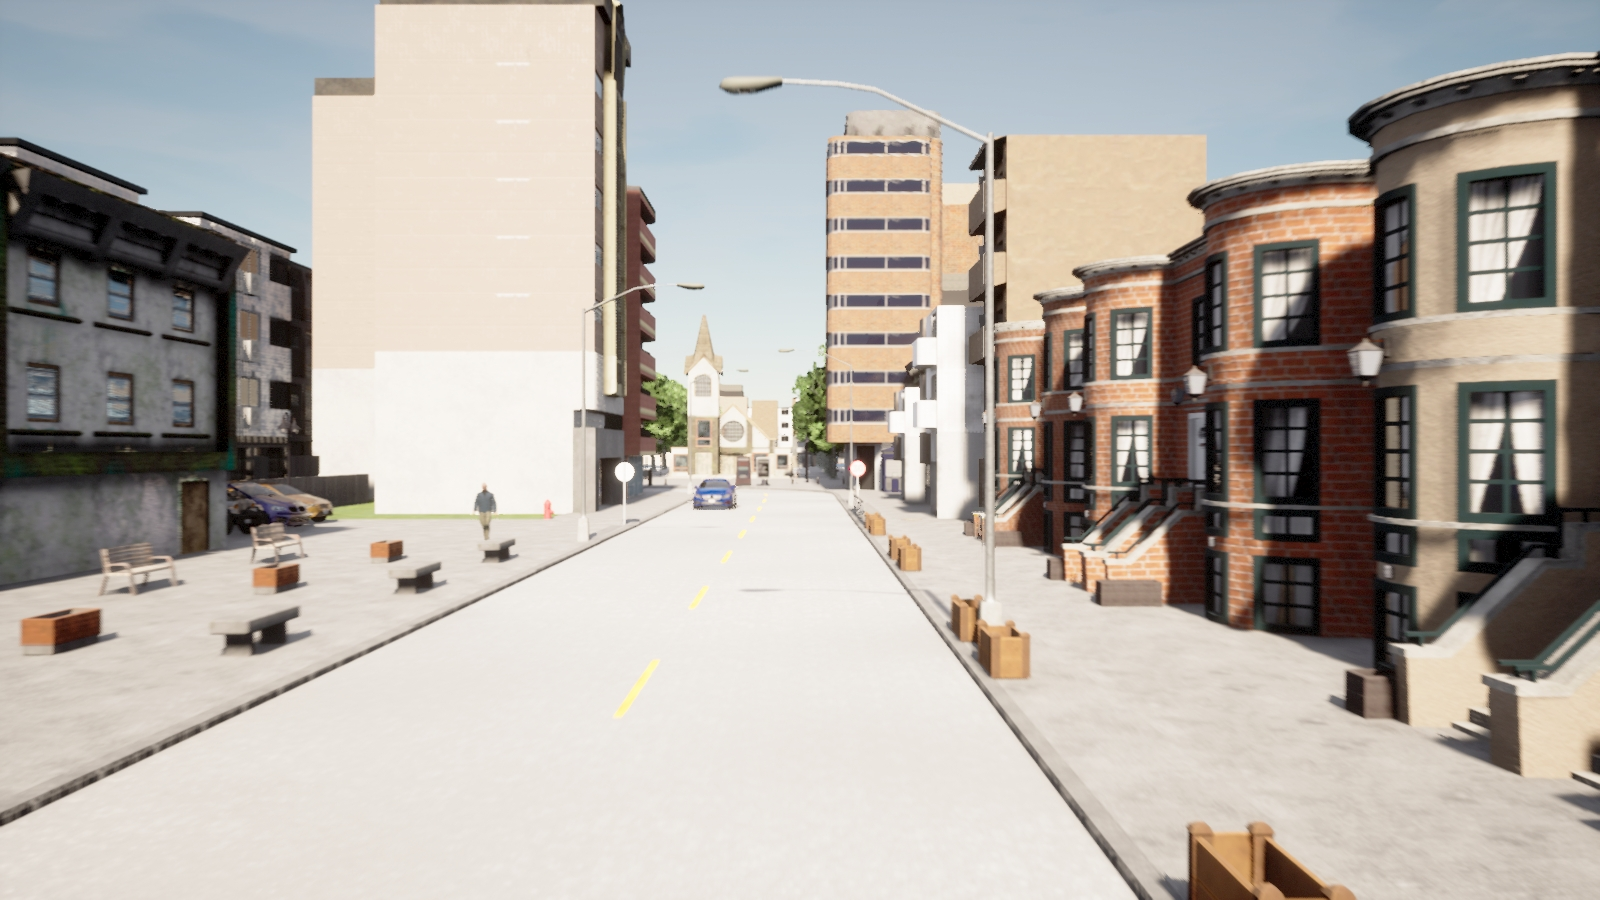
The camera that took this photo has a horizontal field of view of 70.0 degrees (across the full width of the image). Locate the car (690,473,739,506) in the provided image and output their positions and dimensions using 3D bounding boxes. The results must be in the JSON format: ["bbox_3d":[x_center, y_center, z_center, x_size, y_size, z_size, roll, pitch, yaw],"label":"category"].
[{"bbox_3d":[-4.042,1.861,54.756,2.002,1.442,4.674,0,0,0],"label":"car"}]

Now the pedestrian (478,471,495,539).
[{"bbox_3d":[-8.692,1.525,31.692,0.375,1.860,0.375,0,0,-3],"label":"pedestrian"}]
